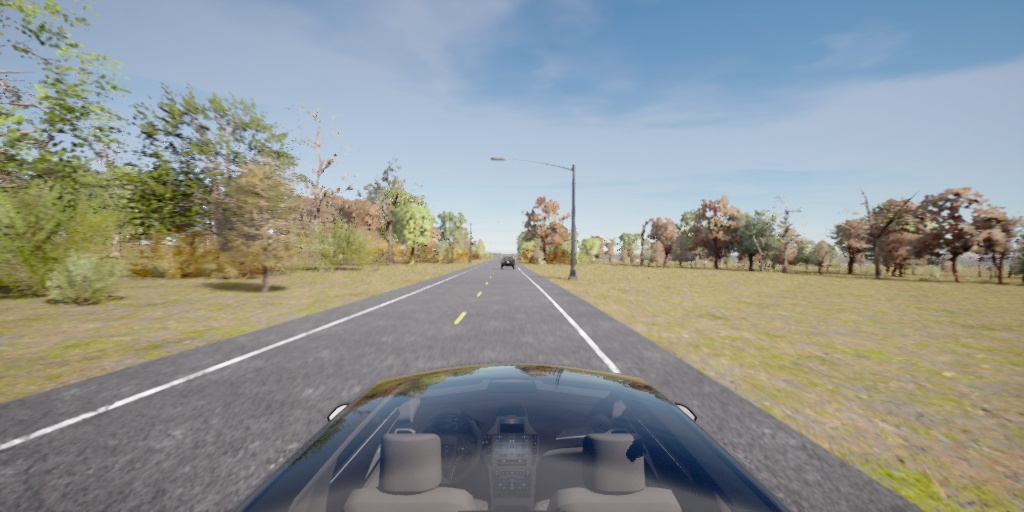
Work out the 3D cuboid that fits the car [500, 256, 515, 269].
[{"bbox_3d":[-0.648,1.067,55.819,2.150,2.045,5.566,1,-1,-1],"label":"car"}]
